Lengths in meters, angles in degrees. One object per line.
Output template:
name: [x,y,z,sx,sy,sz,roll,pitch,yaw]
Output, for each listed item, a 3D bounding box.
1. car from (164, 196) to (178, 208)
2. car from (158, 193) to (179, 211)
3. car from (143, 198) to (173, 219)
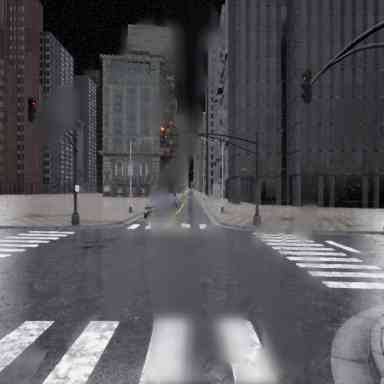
car: [-3.117,1.478,50.493,1.882,1.535,5.008,0,0,0]
car: [-3.121,1.222,40.046,2.150,2.045,5.566,0,0,0]
car: [-3.117,1.547,29.795,2.033,1.411,5.357,0,0,0]
